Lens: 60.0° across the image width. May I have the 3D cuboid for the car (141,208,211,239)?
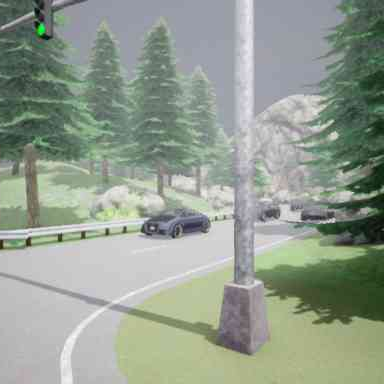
[{"bbox_3d":[-0.760,1.572,17.647,1.994,1.385,4.181,0,0,35],"label":"car"}]

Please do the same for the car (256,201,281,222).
[{"bbox_3d":[5.527,1.499,26.586,2.128,1.511,4.902,0,0,35],"label":"car"}]

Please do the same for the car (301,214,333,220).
[{"bbox_3d":[10.452,1.636,27.342,1.994,1.385,4.181,0,-1,35],"label":"car"}]
